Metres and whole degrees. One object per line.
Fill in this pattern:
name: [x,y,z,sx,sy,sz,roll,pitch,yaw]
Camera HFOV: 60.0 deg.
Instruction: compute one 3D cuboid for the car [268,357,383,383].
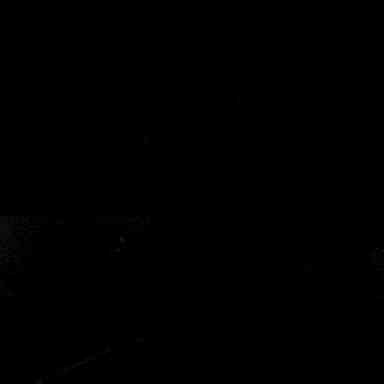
car: [2.200,1.567,1.392,4.313,1.339,1.947,0,0,35]
